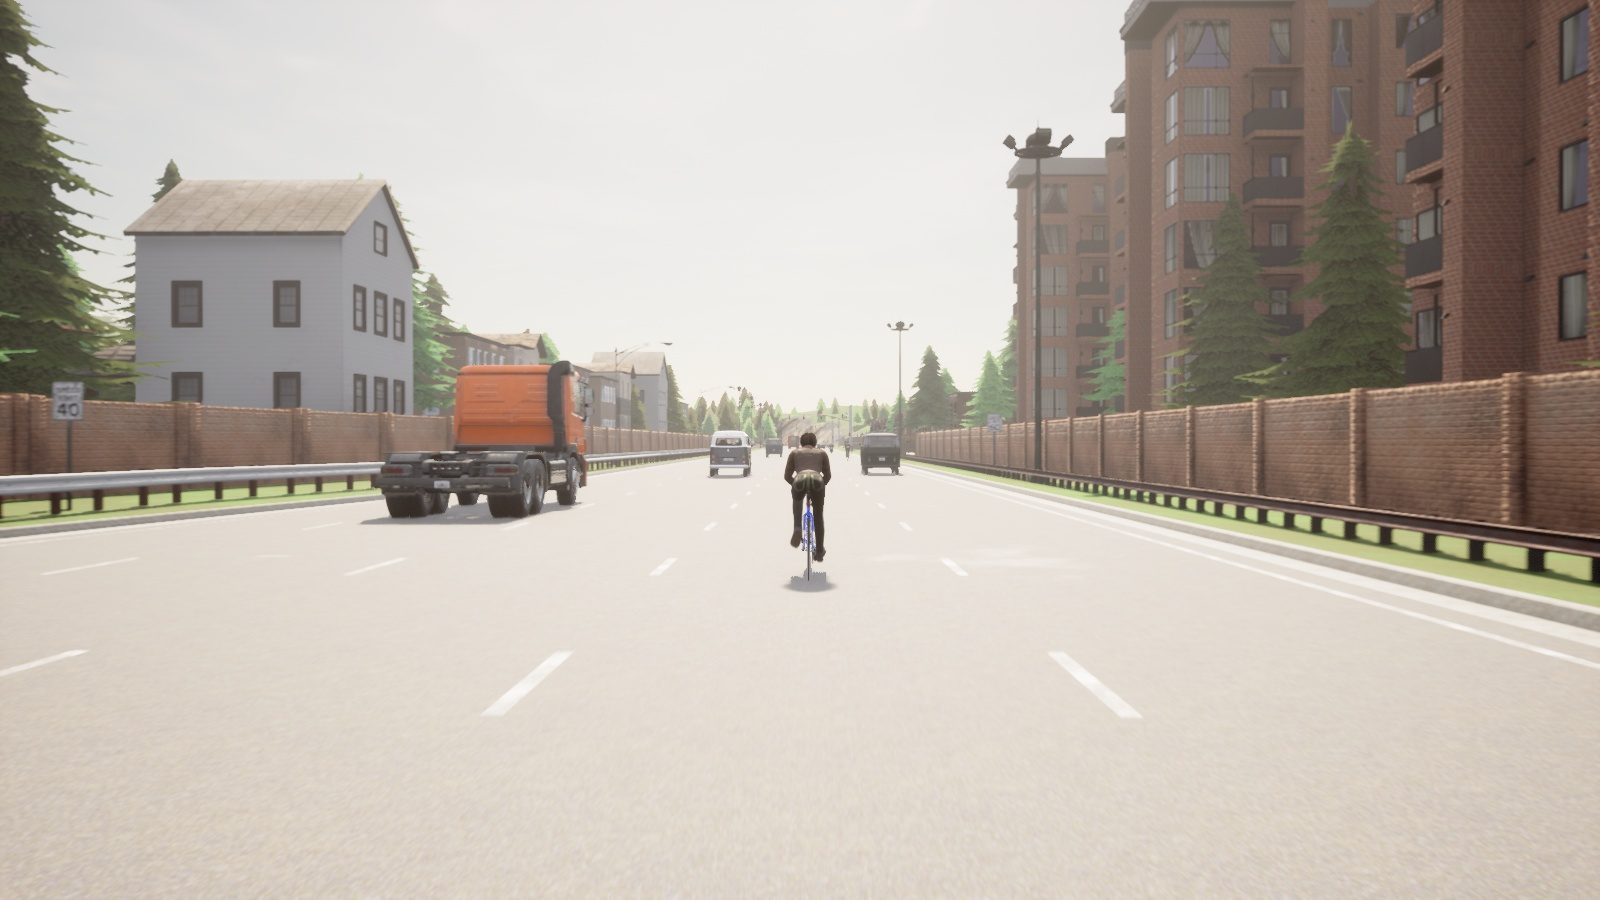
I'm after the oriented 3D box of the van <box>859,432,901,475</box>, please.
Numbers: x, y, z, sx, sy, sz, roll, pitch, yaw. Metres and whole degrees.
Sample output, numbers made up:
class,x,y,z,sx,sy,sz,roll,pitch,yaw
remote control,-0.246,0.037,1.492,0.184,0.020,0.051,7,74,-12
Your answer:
class,x,y,z,sx,sy,sz,roll,pitch,yaw
van,3.862,0.162,60.991,1.775,1.987,4.442,0,0,0

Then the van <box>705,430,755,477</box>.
class,x,y,z,sx,sy,sz,roll,pitch,yaw
van,-3.158,0.146,57.621,2.069,2.038,4.480,0,0,0

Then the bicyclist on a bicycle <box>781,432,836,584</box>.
class,x,y,z,sx,sy,sz,roll,pitch,yaw
bicyclist on a bicycle,0.096,0.620,14.260,0.582,1.620,1.656,0,0,0

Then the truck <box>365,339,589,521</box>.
class,x,y,z,sx,sy,sz,roll,pitch,yaw
truck,-6.825,-0.396,27.880,2.891,3.462,7.936,0,0,0
